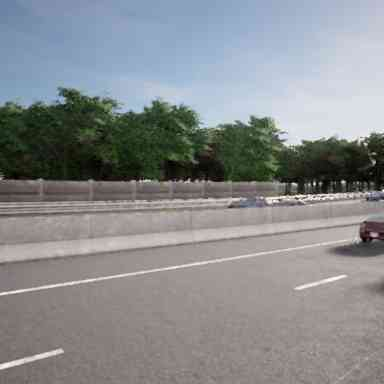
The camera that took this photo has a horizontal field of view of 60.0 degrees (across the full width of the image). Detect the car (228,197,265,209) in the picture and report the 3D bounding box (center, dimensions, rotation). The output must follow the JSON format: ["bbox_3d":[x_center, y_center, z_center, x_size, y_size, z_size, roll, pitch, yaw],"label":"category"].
[{"bbox_3d":[5.611,1.439,29.229,5.357,1.411,2.033,-1,1,-34],"label":"car"}]

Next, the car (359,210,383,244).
[{"bbox_3d":[9.033,1.479,14.338,4.674,1.442,1.812,-1,0,-35],"label":"car"}]

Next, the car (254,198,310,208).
[{"bbox_3d":[7.514,1.398,26.282,4.892,1.490,1.837,-1,1,-34],"label":"car"}]

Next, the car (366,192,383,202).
[{"bbox_3d":[29.431,0.736,52.625,4.674,1.442,1.812,-2,1,-36],"label":"car"}]
